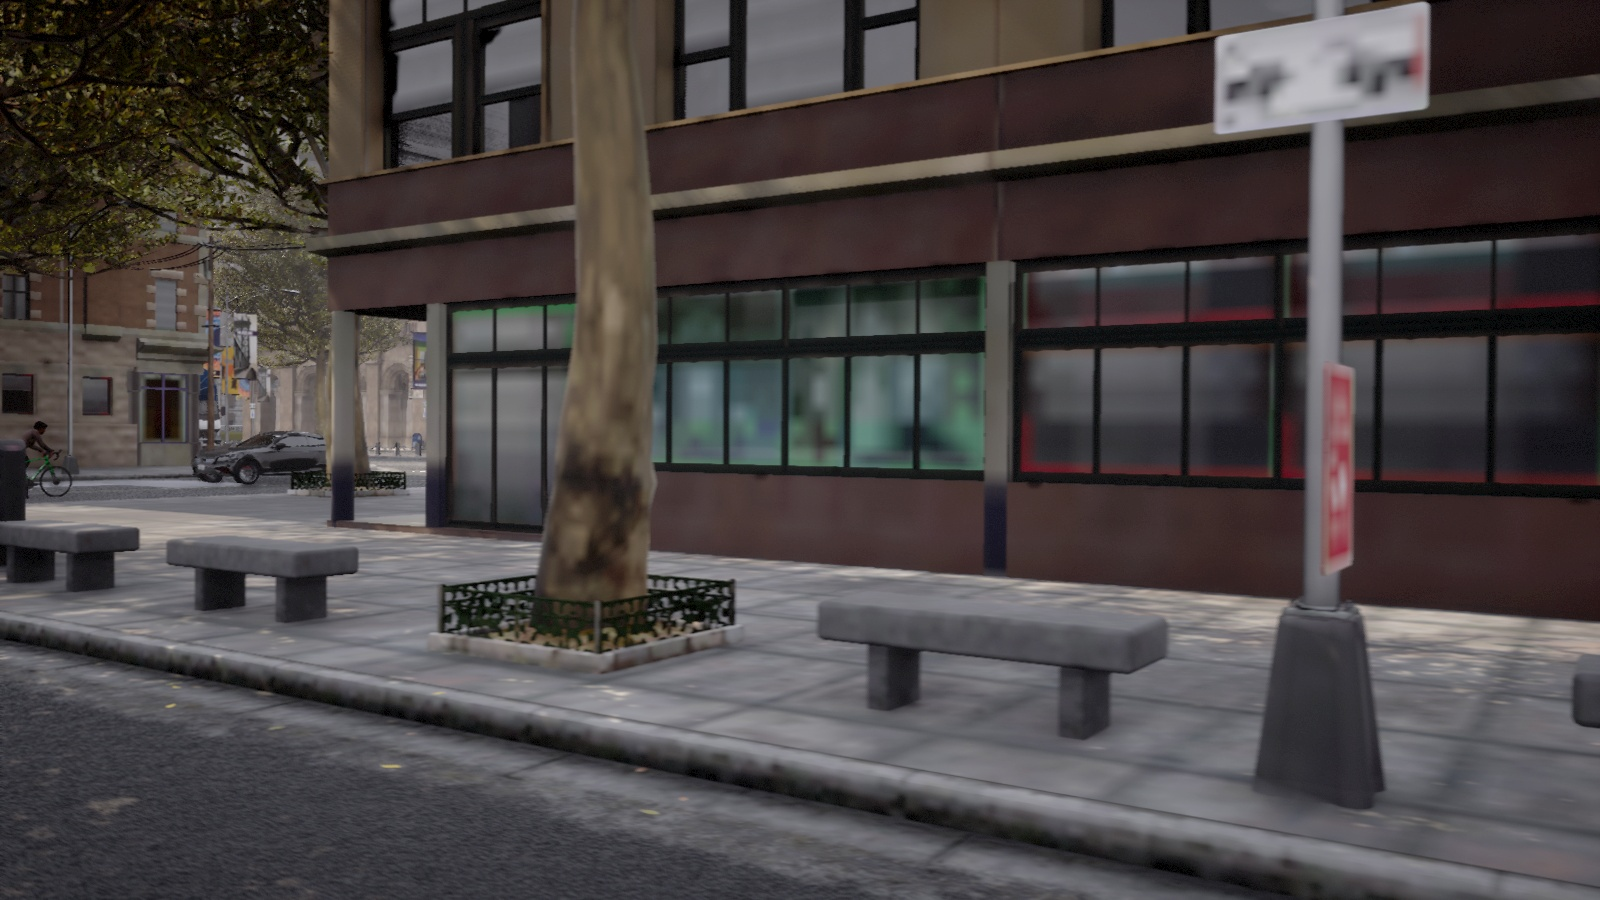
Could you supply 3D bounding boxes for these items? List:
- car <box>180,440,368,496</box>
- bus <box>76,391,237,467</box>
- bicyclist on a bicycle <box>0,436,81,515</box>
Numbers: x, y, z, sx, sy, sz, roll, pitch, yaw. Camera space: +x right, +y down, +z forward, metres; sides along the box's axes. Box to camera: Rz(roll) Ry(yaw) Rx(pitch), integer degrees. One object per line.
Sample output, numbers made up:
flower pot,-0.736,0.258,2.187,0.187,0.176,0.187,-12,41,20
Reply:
car,-14.772,0.460,35.541,1.812,1.442,4.674,0,1,33
bus,-38.318,-1.185,74.653,10.273,4.253,3.944,0,1,34
bicyclist on a bicycle,-16.286,0.516,26.690,0.582,1.620,1.656,0,1,33
